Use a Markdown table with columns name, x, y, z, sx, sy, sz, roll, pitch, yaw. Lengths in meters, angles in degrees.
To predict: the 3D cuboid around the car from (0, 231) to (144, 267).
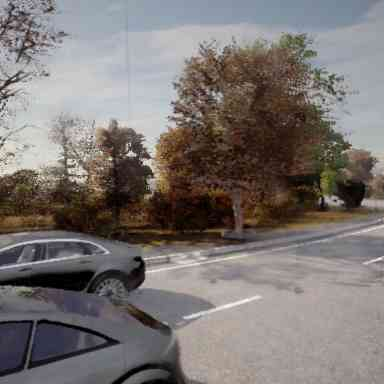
| name | x | y | z | sx | sy | sz | roll | pitch | yaw |
| --- | --- | --- | --- | --- | --- | --- | --- | --- | --- |
| car | -3.200 | 1.522 | 6.160 | 4.902 | 1.511 | 2.128 | 0 | 0 | -36 |

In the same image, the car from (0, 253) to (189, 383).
| name | x | y | z | sx | sy | sz | roll | pitch | yaw |
| --- | --- | --- | --- | --- | --- | --- | --- | --- | --- |
| car | -2.083 | 1.577 | 2.635 | 4.181 | 1.385 | 1.994 | 0 | 0 | -36 |
